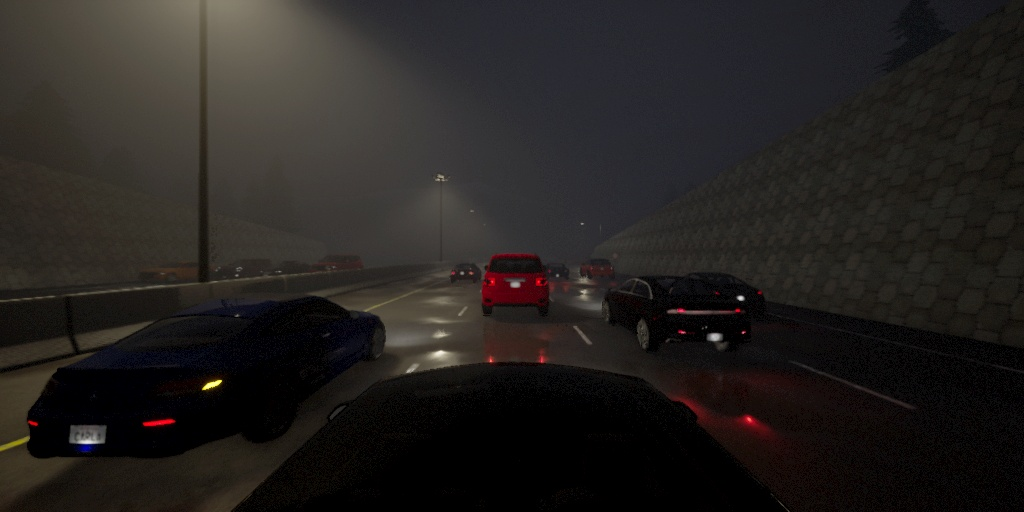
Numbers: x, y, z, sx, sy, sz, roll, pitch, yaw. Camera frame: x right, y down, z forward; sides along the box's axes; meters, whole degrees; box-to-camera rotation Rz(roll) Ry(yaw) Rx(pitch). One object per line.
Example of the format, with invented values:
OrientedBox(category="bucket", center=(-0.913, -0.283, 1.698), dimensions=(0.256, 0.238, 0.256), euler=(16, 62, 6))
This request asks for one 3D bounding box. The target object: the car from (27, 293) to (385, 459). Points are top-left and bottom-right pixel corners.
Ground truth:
OrientedBox(category="car", center=(-3.411, 1.259, 5.185), dimensions=(1.812, 1.442, 4.674), euler=(0, 0, 0))

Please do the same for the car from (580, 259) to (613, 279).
OrientedBox(category="car", center=(7.137, 1.003, 30.523), dimensions=(2.097, 1.767, 4.553), euler=(0, 0, 0))

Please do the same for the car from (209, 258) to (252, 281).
OrientedBox(category="car", center=(-21.010, 0.980, 28.471), dimensions=(2.097, 1.767, 4.553), euler=(0, 0, 1))

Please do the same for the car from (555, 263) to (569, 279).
OrientedBox(category="car", center=(3.638, 1.247, 30.791), dimensions=(1.895, 1.301, 4.718), euler=(0, 0, 0))

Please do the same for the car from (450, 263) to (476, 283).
OrientedBox(category="car", center=(-3.368, 1.201, 26.780), dimensions=(2.033, 1.411, 5.357), euler=(0, 0, 0))

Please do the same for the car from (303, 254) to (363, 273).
OrientedBox(category="car", center=(-14.001, 0.857, 28.980), dimensions=(2.150, 2.045, 5.566), euler=(0, 0, 1))

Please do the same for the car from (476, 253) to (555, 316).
OrientedBox(category="car", center=(0.125, 0.929, 13.312), dimensions=(2.150, 2.045, 5.566), euler=(0, 0, 1))

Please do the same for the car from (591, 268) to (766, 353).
OrientedBox(category="car", center=(3.606, 1.219, 8.788), dimensions=(2.128, 1.511, 4.902), euler=(0, 0, 0))

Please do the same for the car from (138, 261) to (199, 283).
OrientedBox(category="car", center=(-24.525, 1.109, 26.510), dimensions=(1.882, 1.535, 5.008), euler=(0, 0, 1))

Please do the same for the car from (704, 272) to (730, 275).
OrientedBox(category="car", center=(7.113, 1.279, 13.154), dimensions=(1.994, 1.385, 4.181), euler=(0, 0, 0))

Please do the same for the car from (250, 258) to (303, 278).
OrientedBox(category="car", center=(-17.512, 1.125, 28.096), dimensions=(2.128, 1.511, 4.902), euler=(0, 0, 1))
